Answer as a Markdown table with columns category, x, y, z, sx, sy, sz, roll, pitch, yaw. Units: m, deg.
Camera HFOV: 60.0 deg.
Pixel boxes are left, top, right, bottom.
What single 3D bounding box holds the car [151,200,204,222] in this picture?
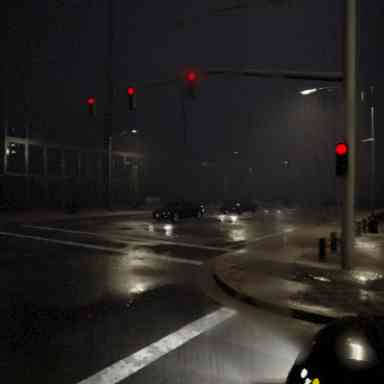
| category | x | y | z | sx | sy | sz | roll | pitch | yaw |
| --- | --- | --- | --- | --- | --- | --- | --- | --- | --- |
| car | -0.979 | 1.381 | 24.848 | 1.837 | 1.490 | 4.892 | 0 | 0 | 36 |

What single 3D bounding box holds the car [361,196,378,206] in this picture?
| category | x | y | z | sx | sy | sz | roll | pitch | yaw |
| --- | --- | --- | --- | --- | --- | --- | --- | --- | --- |
| car | 28.553 | 1.394 | 53.463 | 1.882 | 1.535 | 5.008 | 0 | 0 | 35 |

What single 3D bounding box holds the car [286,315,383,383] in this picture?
| category | x | y | z | sx | sy | sz | roll | pitch | yaw |
| --- | --- | --- | --- | --- | --- | --- | --- | --- | --- |
| car | 2.778 | 1.570 | 2.194 | 4.181 | 1.385 | 1.994 | 0 | 0 | 40 |

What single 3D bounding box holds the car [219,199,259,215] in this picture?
| category | x | y | z | sx | sy | sz | roll | pitch | yaw |
| --- | --- | --- | --- | --- | --- | --- | --- | --- | --- |
| car | 4.747 | 1.425 | 32.781 | 2.033 | 1.411 | 5.357 | 0 | 0 | 36 |

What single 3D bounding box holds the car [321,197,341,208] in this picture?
| category | x | y | z | sx | sy | sz | roll | pitch | yaw |
| --- | --- | --- | --- | --- | --- | --- | --- | --- | --- |
| car | 19.943 | 1.463 | 47.506 | 1.994 | 1.385 | 4.181 | 0 | 0 | 36 |

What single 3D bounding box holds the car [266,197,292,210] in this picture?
| category | x | y | z | sx | sy | sz | roll | pitch | yaw |
| --- | --- | --- | --- | --- | --- | --- | --- | --- | --- |
| car | 10.800 | 1.384 | 41.141 | 1.837 | 1.490 | 4.892 | 0 | 0 | 36 |
